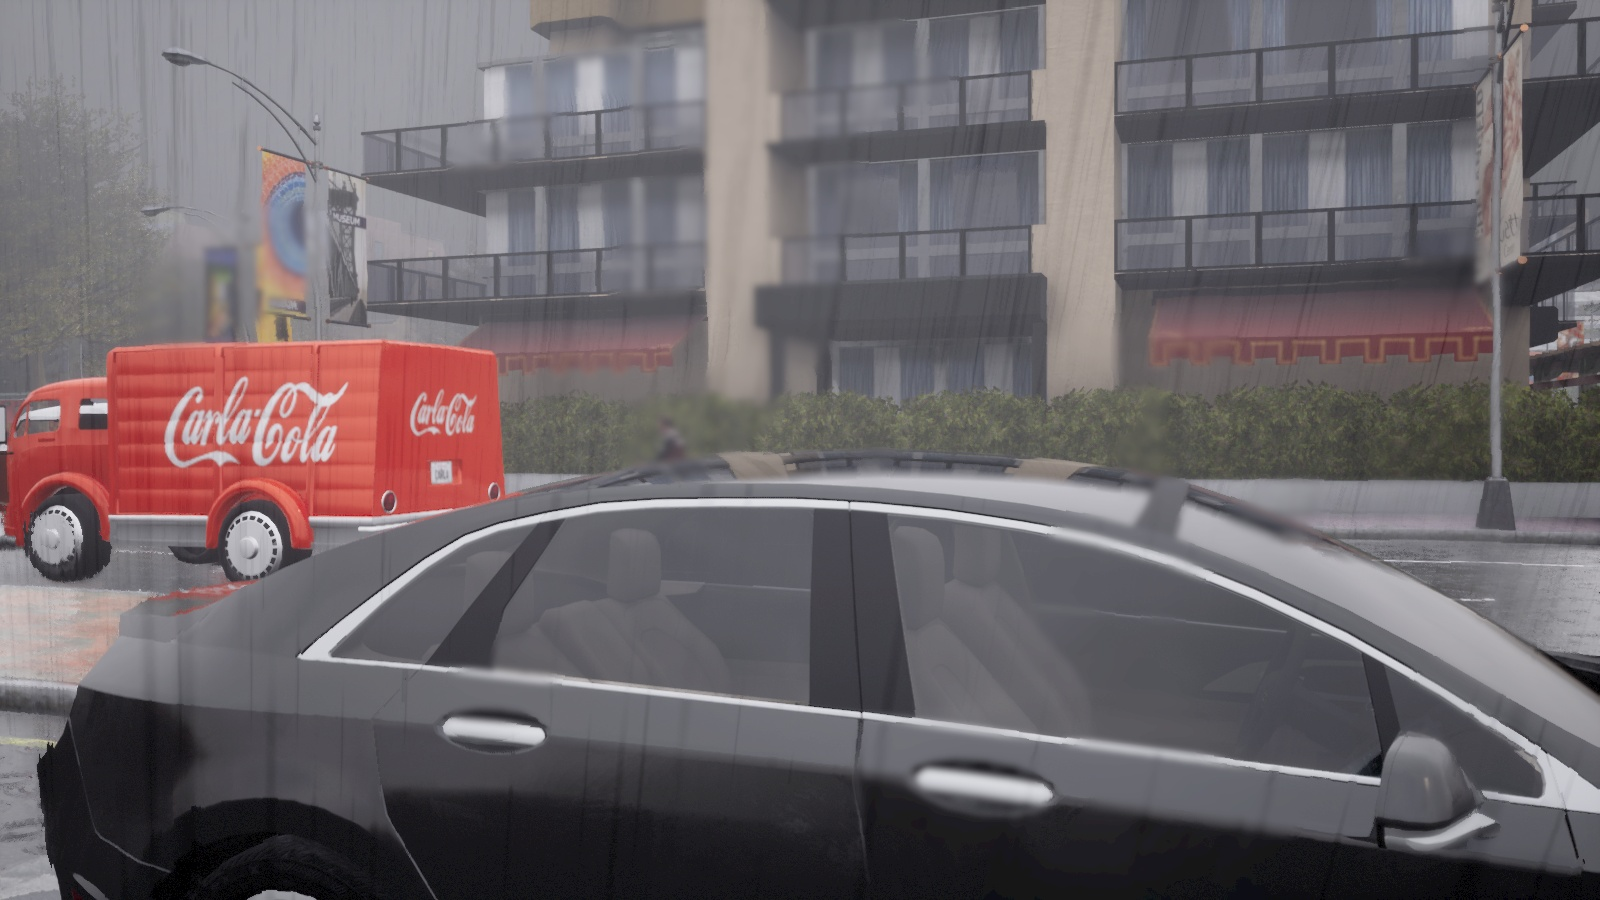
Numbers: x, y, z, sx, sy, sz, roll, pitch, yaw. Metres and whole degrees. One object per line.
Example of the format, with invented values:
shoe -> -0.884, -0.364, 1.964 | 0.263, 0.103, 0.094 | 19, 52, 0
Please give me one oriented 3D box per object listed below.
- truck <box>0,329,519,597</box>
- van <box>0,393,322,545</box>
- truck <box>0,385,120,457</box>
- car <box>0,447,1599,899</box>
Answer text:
truck -> -6.036, 0.094, 13.652 | 5.204, 2.467, 2.627 | 0, 1, 19
van -> -9.596, 0.218, 18.508 | 4.480, 2.038, 2.069 | 1, 1, 19
truck -> -42.201, -1.612, 69.671 | 8.468, 3.827, 2.891 | 1, 1, 19
car -> 0.538, 0.784, 3.012 | 4.892, 1.490, 1.837 | 1, 1, 19
